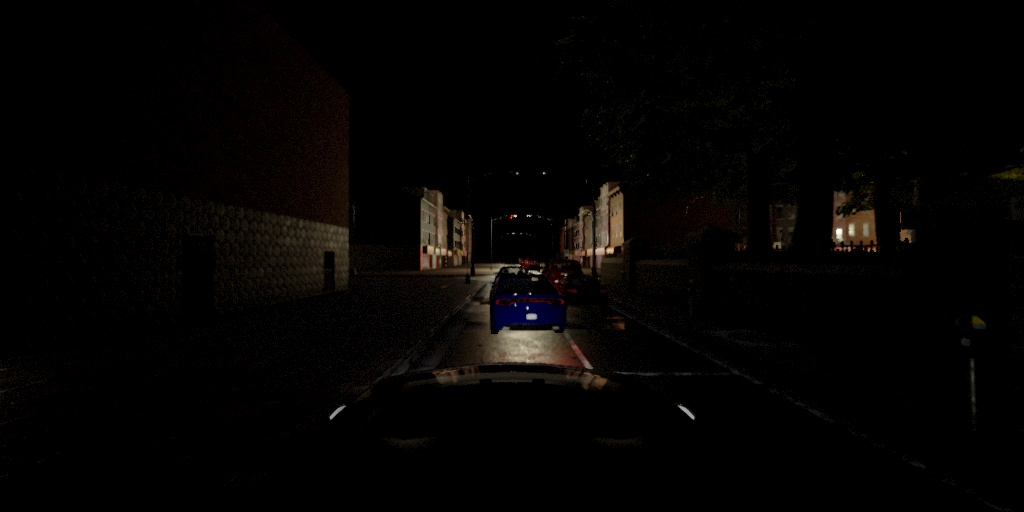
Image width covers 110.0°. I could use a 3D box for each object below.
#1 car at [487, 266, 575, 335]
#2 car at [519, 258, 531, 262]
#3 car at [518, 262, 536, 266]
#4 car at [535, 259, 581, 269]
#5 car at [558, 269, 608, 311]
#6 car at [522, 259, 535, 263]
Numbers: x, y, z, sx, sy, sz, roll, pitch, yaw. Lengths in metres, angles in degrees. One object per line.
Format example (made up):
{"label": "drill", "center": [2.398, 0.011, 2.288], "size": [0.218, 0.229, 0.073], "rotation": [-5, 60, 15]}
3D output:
{"label": "car", "center": [0.278, 1.238, 10.639], "size": [1.882, 1.535, 5.008], "rotation": [0, 0, -4]}
{"label": "car", "center": [2.702, 1.446, 62.538], "size": [1.888, 1.381, 4.507], "rotation": [0, 0, 0]}
{"label": "car", "center": [0.088, 1.251, 18.846], "size": [1.882, 1.535, 5.008], "rotation": [0, 0, 1]}
{"label": "car", "center": [2.657, 1.089, 19.798], "size": [2.192, 1.841, 5.009], "rotation": [0, 0, 0]}
{"label": "car", "center": [2.651, 1.347, 14.349], "size": [1.802, 1.307, 4.207], "rotation": [0, 0, 0]}
{"label": "car", "center": [2.685, 1.388, 46.227], "size": [1.888, 1.381, 4.507], "rotation": [0, 0, 0]}
